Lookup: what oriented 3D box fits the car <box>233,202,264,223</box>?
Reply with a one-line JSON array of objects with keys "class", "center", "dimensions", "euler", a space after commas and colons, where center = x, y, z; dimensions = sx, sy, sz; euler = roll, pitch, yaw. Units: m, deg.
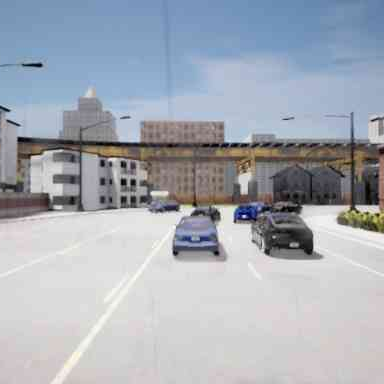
[{"class": "car", "center": [4.718, 1.743, 28.101], "dimensions": [1.882, 1.535, 5.008], "euler": [0, 0, 16]}]

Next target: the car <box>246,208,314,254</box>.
[{"class": "car", "center": [3.681, 1.643, 14.191], "dimensions": [1.837, 1.490, 4.892], "euler": [0, 0, 1]}]

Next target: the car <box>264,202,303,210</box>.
[{"class": "car", "center": [10.905, 1.855, 38.279], "dimensions": [4.902, 1.511, 2.128], "euler": [0, -1, -43]}]

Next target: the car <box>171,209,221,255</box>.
[{"class": "car", "center": [0.172, 1.679, 13.944], "dimensions": [2.033, 1.411, 5.357], "euler": [0, -1, 1]}]

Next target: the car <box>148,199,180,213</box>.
[{"class": "car", "center": [-3.570, 1.753, 42.911], "dimensions": [2.097, 1.767, 4.553], "euler": [0, 0, 35]}]

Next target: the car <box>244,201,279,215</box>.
[{"class": "car", "center": [8.541, 1.912, 40.862], "dimensions": [4.674, 1.442, 1.812], "euler": [0, -1, -43]}]

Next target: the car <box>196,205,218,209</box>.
[{"class": "car", "center": [1.237, 1.835, 28.724], "dimensions": [1.994, 1.385, 4.181], "euler": [0, -1, 15]}]
